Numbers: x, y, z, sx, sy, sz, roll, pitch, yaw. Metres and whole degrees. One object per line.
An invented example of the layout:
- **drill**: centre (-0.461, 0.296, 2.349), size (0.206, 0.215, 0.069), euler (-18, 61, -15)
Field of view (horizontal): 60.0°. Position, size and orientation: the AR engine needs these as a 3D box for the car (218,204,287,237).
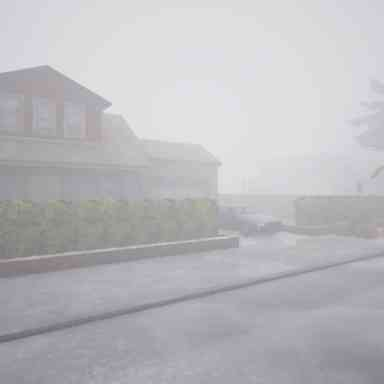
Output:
- **car**: centre (2.260, 1.357, 17.009), size (2.033, 1.415, 5.357), euler (0, 0, -33)
